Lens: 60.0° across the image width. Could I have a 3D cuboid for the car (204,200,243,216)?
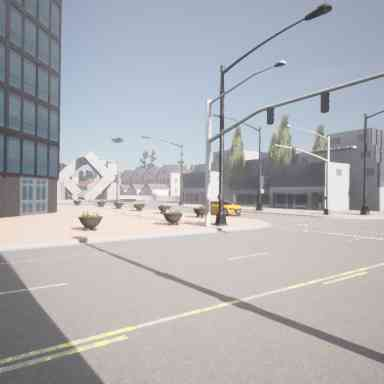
[{"bbox_3d":[2.991,1.564,33.674,1.882,1.535,5.008,1,-1,-35],"label":"car"}]
